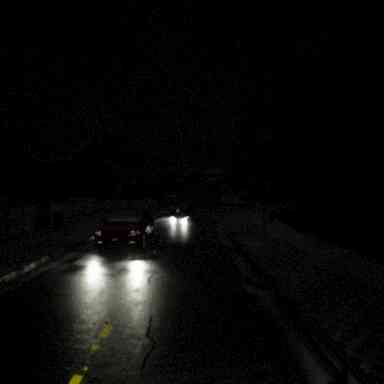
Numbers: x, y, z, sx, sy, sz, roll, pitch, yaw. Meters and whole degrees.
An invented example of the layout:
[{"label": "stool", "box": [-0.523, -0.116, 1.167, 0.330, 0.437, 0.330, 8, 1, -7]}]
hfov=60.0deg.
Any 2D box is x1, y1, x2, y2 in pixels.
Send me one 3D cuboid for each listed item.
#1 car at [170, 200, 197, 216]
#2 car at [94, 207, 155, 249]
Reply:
[{"label": "car", "box": [-0.759, 1.544, 33.309, 2.128, 1.511, 4.902, 0, -1, 13]}, {"label": "car", "box": [-2.784, 1.468, 14.646, 1.882, 1.535, 5.008, 0, 0, 1]}]
